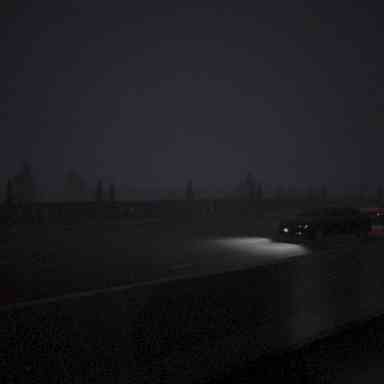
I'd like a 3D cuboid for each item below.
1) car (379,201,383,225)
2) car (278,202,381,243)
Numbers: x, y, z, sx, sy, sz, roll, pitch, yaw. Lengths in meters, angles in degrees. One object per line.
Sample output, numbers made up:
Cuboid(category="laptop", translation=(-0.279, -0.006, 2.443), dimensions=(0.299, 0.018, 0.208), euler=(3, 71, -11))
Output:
Cuboid(category="car", translation=(13.495, 1.307, 22.632), dimensions=(5.008, 1.535, 1.882), euler=(0, 0, -22))
Cuboid(category="car", translation=(6.236, 1.398, 15.491), dimensions=(4.892, 1.490, 1.837), euler=(0, 0, -27))
